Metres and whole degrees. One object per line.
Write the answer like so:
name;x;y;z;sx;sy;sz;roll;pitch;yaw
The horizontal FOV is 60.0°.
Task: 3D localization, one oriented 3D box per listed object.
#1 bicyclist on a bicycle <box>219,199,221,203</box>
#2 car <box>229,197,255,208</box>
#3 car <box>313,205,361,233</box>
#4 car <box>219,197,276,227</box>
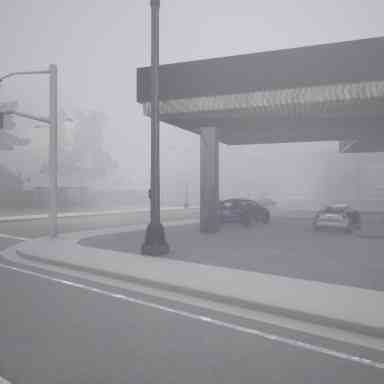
bicyclist on a bicycle;2.531;1.387;29.695;0.582;1.620;1.656;0;-9;-36
car;7.508;1.505;49.829;1.837;1.490;4.892;0;0;36
car;8.485;1.456;19.241;1.970;1.475;3.806;0;0;37
car;3.411;1.295;22.040;2.242;1.667;4.611;0;0;37
